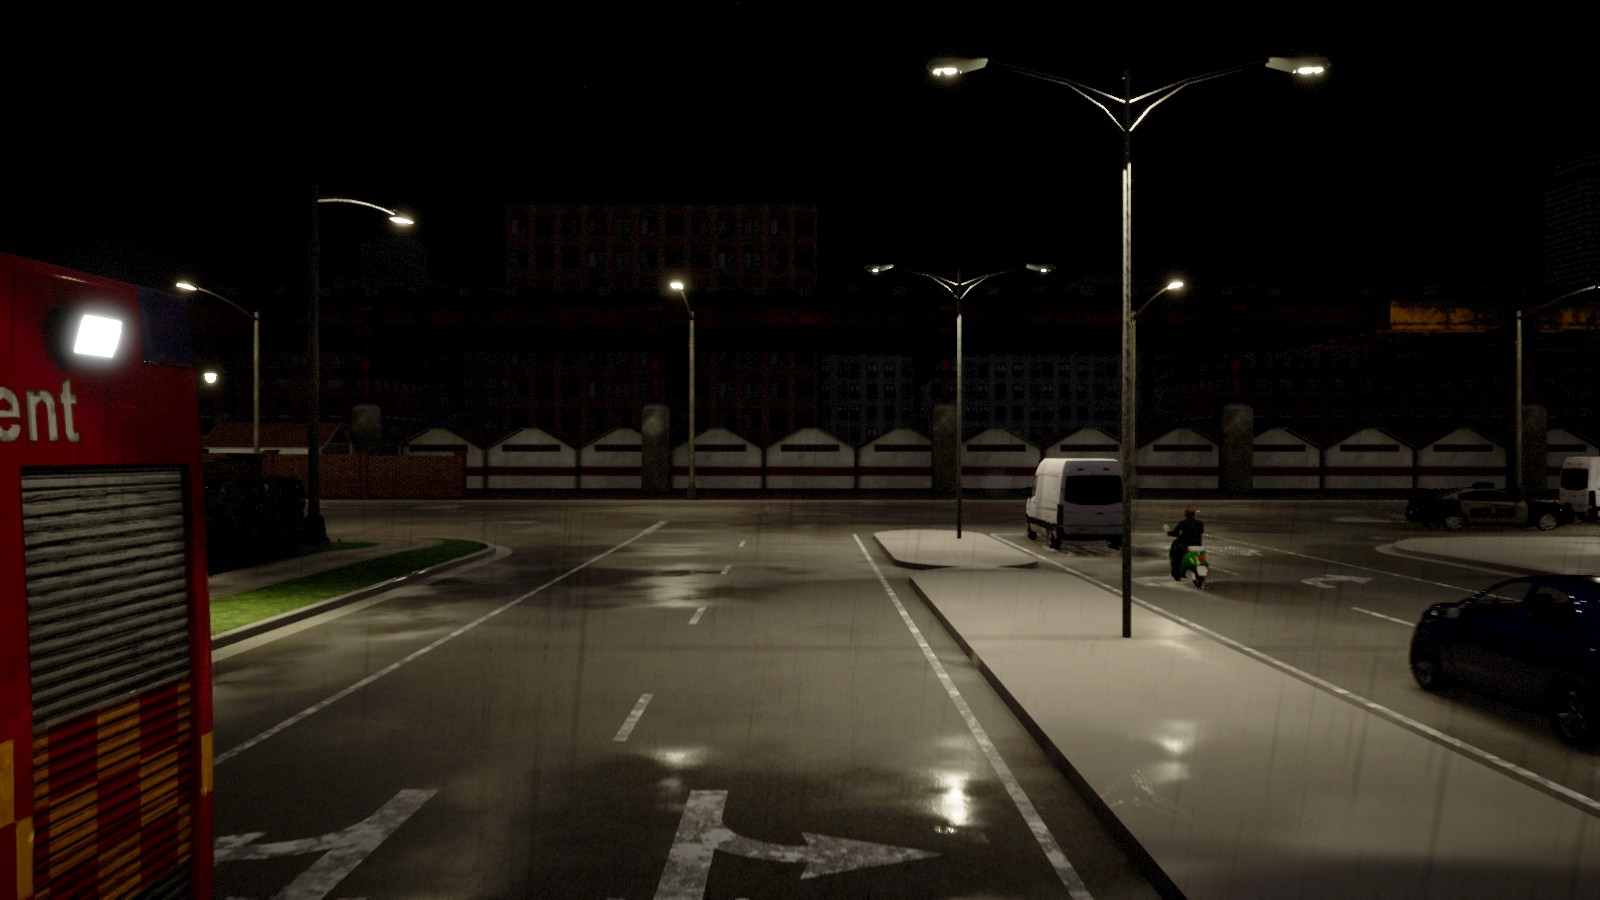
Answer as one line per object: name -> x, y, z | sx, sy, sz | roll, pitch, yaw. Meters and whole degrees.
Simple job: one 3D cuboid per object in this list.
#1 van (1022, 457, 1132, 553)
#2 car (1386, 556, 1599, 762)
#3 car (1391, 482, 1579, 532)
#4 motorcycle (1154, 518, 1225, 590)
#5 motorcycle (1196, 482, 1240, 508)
van -> 8.123, 1.528, 34.109 | 1.988, 2.561, 5.915 | 0, 0, 2
car -> 8.016, 2.036, 12.018 | 1.845, 1.501, 3.633 | 0, 0, 0
car -> 23.846, 1.974, 39.961 | 5.238, 1.638, 2.097 | 0, 0, 5
motorcycle -> 8.016, 2.124, 23.622 | 0.856, 1.341, 1.805 | 0, 0, 0
motorcycle -> 20.101, 2.170, 54.973 | 1.805, 1.236, 0.856 | 0, 0, 0
